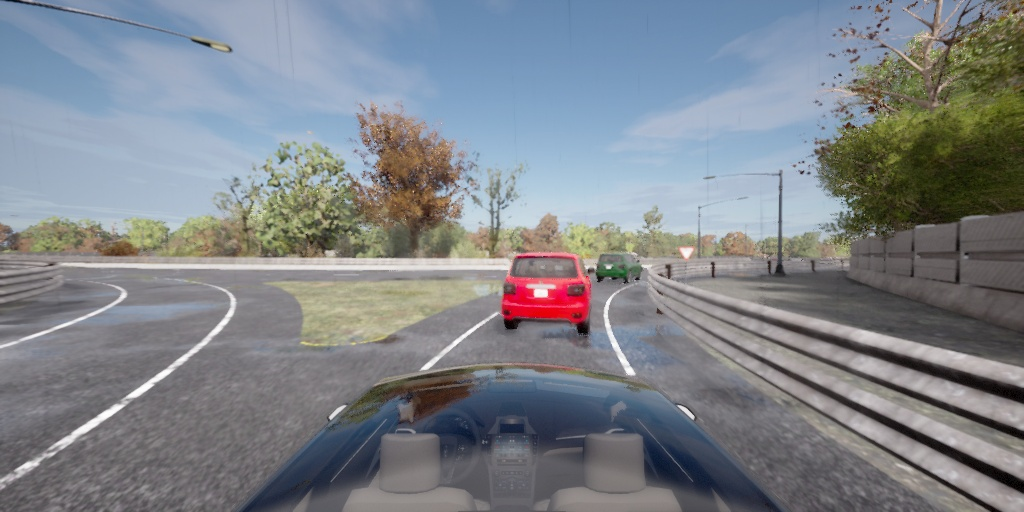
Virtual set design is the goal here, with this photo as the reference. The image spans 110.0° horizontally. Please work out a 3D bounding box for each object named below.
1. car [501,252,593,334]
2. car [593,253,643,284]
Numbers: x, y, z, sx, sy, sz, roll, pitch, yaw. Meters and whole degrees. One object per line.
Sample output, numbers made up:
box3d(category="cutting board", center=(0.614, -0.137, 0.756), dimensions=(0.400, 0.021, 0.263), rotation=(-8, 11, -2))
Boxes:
box3d(category="car", center=(1.231, 0.906, 10.676), dimensions=(2.150, 2.045, 5.566), rotation=(0, 1, 13))
box3d(category="car", center=(7.739, 0.824, 25.690), dimensions=(2.150, 2.045, 5.566), rotation=(1, 1, 32))
